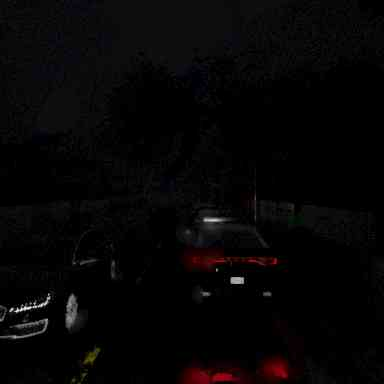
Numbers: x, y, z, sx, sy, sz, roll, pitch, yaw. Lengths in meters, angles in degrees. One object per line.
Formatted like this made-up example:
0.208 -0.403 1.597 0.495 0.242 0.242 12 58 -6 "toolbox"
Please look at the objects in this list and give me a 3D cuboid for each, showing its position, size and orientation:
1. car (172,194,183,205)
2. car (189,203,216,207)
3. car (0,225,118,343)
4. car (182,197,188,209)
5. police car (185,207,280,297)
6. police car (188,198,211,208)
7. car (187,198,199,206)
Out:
-2.606 1.406 62.591 2.150 2.045 5.566 0 0 0 "car"
0.866 1.543 18.624 1.812 1.442 4.674 0 0 0 "car"
-2.837 1.509 6.817 1.837 1.490 4.892 0 0 0 "car"
0.120 1.666 45.423 1.994 1.385 4.181 0 0 2 "car"
0.843 1.432 8.730 1.930 1.638 5.238 0 0 0 "police car"
0.881 1.453 24.738 1.930 1.638 5.238 0 0 0 "police car"
0.137 1.729 58.981 1.994 1.385 4.181 0 0 0 "car"
